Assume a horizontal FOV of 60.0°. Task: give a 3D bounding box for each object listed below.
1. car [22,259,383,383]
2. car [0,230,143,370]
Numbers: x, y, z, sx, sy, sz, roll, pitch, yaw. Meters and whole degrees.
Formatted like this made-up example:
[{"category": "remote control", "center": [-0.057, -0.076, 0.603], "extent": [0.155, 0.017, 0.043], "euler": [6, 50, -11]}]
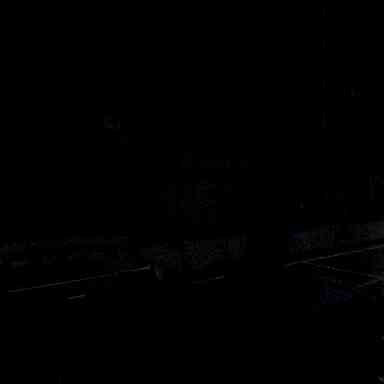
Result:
[{"category": "car", "center": [0.573, 1.564, 3.785], "extent": [4.181, 1.385, 1.994], "euler": [0, 0, -35]}, {"category": "car", "center": [-2.455, 1.440, 4.784], "extent": [4.097, 1.590, 1.967], "euler": [0, 0, -35]}]
